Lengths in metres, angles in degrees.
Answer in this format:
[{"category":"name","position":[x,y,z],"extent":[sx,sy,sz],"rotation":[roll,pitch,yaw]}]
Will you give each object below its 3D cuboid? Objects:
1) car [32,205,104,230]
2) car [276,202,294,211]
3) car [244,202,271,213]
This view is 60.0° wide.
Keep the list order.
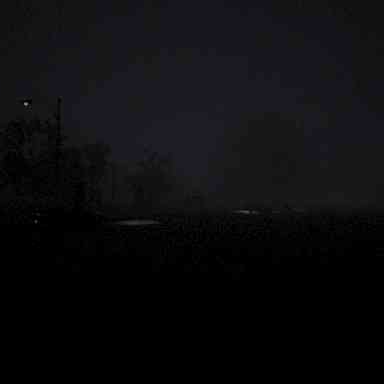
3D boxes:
[{"category":"car","position":[-8.246,1.662,22.581],"extent":[2.128,1.511,4.902],"rotation":[2,0,36]},{"category":"car","position":[15.708,2.372,55.893],"extent":[2.128,1.511,4.902],"rotation":[2,0,36]},{"category":"car","position":[9.727,2.236,47.491],"extent":[1.812,1.442,4.674],"rotation":[2,0,36]}]
